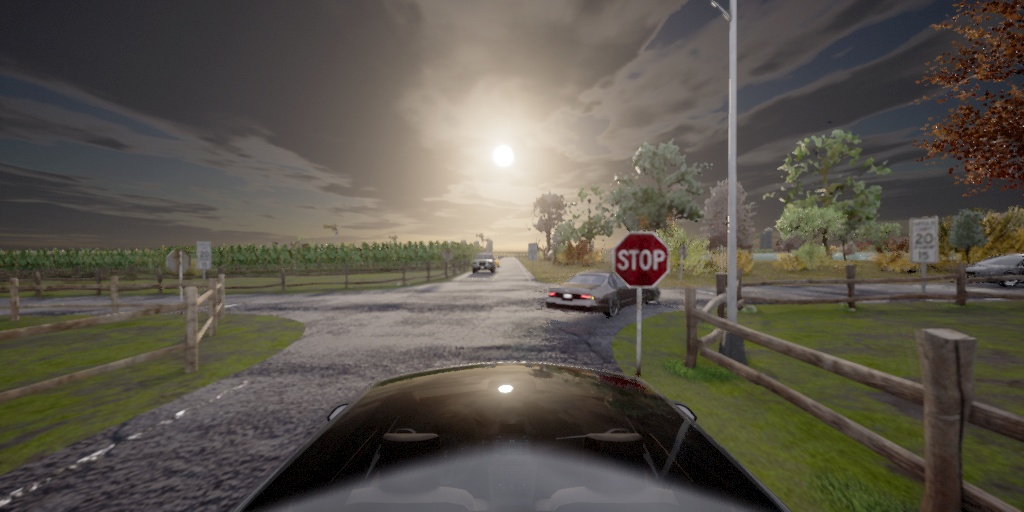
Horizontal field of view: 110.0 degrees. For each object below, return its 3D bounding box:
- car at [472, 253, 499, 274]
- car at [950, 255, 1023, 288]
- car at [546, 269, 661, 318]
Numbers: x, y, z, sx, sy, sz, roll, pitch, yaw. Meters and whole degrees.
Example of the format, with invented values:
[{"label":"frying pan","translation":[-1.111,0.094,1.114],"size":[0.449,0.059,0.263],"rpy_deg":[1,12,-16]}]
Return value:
[{"label":"car","translation":[-2.849,0.710,37.118],"size":[2.150,2.045,5.566],"rpy_deg":[0,0,0]},{"label":"car","translation":[24.193,0.680,17.208],"size":[4.892,1.490,1.837],"rpy_deg":[-1,1,1]},{"label":"car","translation":[3.377,1.156,12.541],"size":[2.033,1.411,5.357],"rpy_deg":[0,2,43]}]
